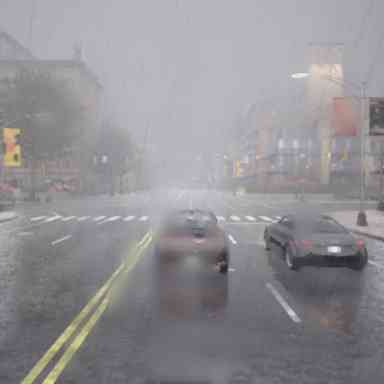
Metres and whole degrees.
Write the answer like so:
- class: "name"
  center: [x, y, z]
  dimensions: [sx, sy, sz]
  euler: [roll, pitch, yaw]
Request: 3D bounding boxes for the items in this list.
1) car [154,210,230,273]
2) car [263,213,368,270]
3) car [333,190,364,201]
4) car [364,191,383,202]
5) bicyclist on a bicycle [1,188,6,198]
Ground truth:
- class: "car"
  center: [0.000, 1.278, 9.861]
  dimensions: [2.128, 1.511, 4.902]
  euler: [0, 1, 0]
- class: "car"
  center: [3.500, 1.343, 10.192]
  dimensions: [1.994, 1.385, 4.181]
  euler: [0, 1, 0]
- class: "car"
  center: [22.897, 0.464, 47.861]
  dimensions: [4.902, 1.511, 2.128]
  euler: [0, 1, 0]
- class: "car"
  center: [26.238, 0.527, 44.373]
  dimensions: [5.008, 1.535, 1.882]
  euler: [0, 1, 0]
- class: "bicyclist on a bicycle"
  center: [-31.490, 0.115, 55.395]
  dimensions: [0.582, 1.620, 1.656]
  euler: [0, 2, 0]
